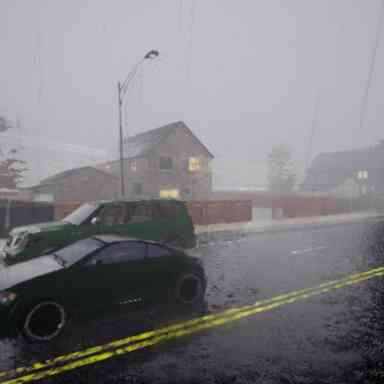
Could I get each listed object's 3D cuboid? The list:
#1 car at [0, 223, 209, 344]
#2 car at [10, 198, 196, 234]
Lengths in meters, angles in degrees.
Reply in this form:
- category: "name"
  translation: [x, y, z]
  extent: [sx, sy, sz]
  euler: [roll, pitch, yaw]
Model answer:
- category: "car"
  translation: [-1.725, 1.558, 6.446]
  extent: [4.181, 1.385, 1.994]
  euler: [0, 0, -36]
- category: "car"
  translation: [-2.430, 1.212, 9.936]
  extent: [5.566, 2.045, 2.150]
  euler: [0, 0, -36]
